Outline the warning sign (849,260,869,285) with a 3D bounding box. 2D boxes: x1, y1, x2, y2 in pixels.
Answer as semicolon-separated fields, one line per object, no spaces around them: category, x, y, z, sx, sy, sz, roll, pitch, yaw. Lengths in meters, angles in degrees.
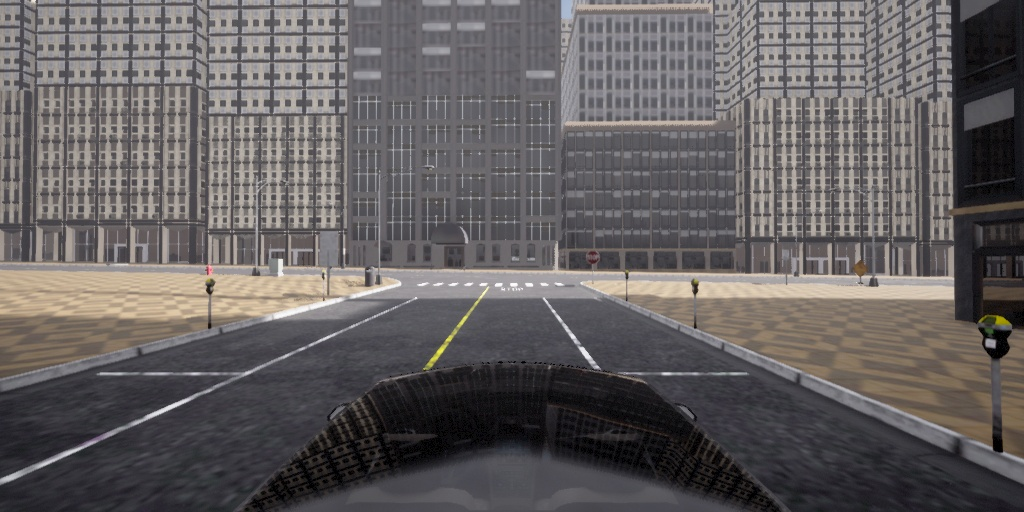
warning sign;26.598;1.246;27.348;1.060;1.860;1.300;0;0;1
